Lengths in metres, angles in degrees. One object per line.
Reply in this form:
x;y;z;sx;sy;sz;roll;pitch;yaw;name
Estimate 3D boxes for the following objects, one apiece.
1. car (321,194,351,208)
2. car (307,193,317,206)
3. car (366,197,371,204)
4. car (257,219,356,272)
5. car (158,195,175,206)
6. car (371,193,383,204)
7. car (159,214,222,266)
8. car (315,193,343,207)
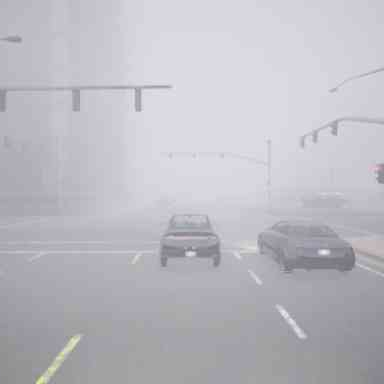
24.384;1.441;55.801;3.806;1.475;1.970;0;0;0;car
24.314;1.198;61.379;4.605;1.855;1.932;0;0;0;car
39.408;1.405;69.883;3.905;1.438;1.784;0;0;0;car
3.440;1.562;10.750;1.994;1.385;4.181;0;0;-1;car
-4.467;1.349;54.993;2.097;1.767;4.553;0;0;0;car
39.355;1.194;66.986;4.605;1.855;1.932;0;0;0;car
-0.076;1.492;11.523;2.128;1.511;4.902;0;0;-1;car
24.374;1.409;58.696;3.905;1.438;1.784;0;0;0;car
